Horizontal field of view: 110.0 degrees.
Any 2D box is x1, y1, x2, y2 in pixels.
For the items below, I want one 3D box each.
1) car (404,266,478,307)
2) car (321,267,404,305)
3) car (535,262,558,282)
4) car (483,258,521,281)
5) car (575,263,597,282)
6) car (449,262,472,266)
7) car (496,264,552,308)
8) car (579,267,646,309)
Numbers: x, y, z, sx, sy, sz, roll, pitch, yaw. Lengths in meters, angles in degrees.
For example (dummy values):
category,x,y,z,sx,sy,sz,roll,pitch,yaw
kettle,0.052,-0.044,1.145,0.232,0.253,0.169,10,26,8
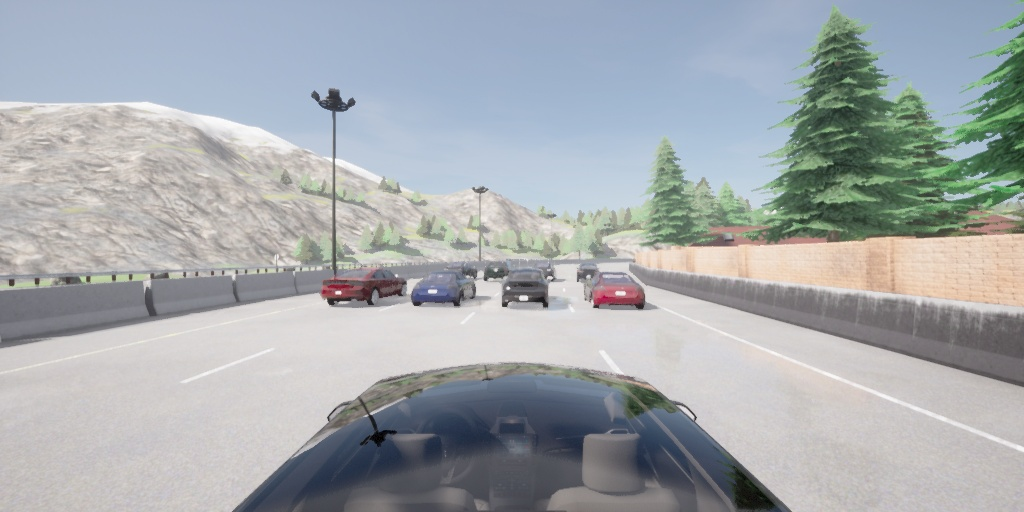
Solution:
category,x,y,z,sx,sy,sz,roll,pitch,yaw
car,-2.837,1.322,15.660,1.994,1.385,4.181,0,0,5
car,-6.321,1.235,15.987,1.882,1.535,5.008,0,0,5
car,2.586,1.245,29.045,2.128,1.511,4.902,0,0,11
car,-0.858,1.116,29.667,2.097,1.767,4.553,0,0,11
car,6.025,1.283,28.393,1.812,1.442,4.674,0,0,11
car,-4.291,1.245,30.348,2.128,1.511,4.902,0,0,11
car,0.648,1.266,15.333,1.837,1.490,4.892,0,0,5
car,4.133,1.322,15.006,1.994,1.385,4.181,0,0,5
